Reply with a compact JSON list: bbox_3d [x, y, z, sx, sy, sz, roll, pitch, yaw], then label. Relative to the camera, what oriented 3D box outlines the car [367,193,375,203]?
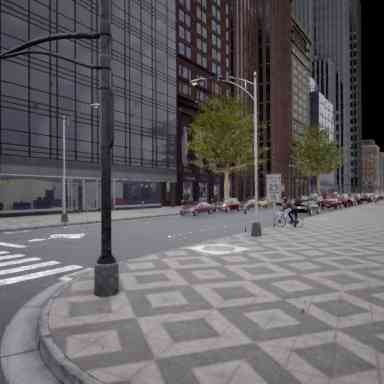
[{"bbox_3d":[33.142,1.098,63.983,2.192,1.841,5.009,0,0,35],"label":"car"}]

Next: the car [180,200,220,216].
[{"bbox_3d":[0.542,1.524,31.665,1.802,1.307,4.206,0,0,35],"label":"car"}]

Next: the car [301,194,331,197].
[{"bbox_3d":[16.585,1.339,44.467,2.128,1.511,4.902,-1,0,35],"label":"car"}]

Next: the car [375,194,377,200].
[{"bbox_3d":[36.437,1.301,68.766,1.752,1.417,4.829,-1,0,35],"label":"car"}]

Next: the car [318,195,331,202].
[{"bbox_3d":[29.325,1.426,73.469,1.802,1.307,4.206,0,0,35],"label":"car"}]

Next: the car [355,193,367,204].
[{"bbox_3d":[26.746,1.117,54.694,2.192,1.841,5.009,0,0,35],"label":"car"}]

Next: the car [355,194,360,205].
[{"bbox_3d":[23.549,1.377,50.049,1.947,1.339,4.313,0,0,35],"label":"car"}]

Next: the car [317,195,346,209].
[{"bbox_3d":[17.154,1.376,40.760,1.887,1.381,4.507,0,0,35],"label":"car"}]

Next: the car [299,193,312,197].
[{"bbox_3d":[19.730,1.415,59.535,1.887,1.381,4.507,0,0,35],"label":"car"}]

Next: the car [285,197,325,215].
[{"bbox_3d":[10.759,1.424,31.471,1.947,1.339,4.313,0,0,35],"label":"car"}]

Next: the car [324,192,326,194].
[{"bbox_3d":[22.274,1.051,52.731,2.150,2.045,5.566,-1,0,35],"label":"car"}]

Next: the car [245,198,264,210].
[{"bbox_3d":[6.938,1.494,40.955,1.802,1.307,4.206,0,0,35],"label":"car"}]

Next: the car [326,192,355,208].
[{"bbox_3d":[20.351,1.136,45.406,2.192,1.841,5.009,0,0,35],"label":"car"}]

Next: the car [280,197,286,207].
[{"bbox_3d":[13.334,1.455,50.245,1.947,1.339,4.313,0,0,35],"label":"car"}]

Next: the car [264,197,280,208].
[{"bbox_3d":[10.039,1.426,45.459,1.752,1.417,4.829,0,0,35],"label":"car"}]

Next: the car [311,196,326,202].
[{"bbox_3d":[26.128,1.417,68.825,1.947,1.339,4.313,0,0,35],"label":"car"}]

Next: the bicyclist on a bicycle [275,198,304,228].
[{"bbox_3d":[5.325,1.177,18.357,1.656,1.620,0.582,-1,0,35],"label":"bicyclist on a bicycle"}]

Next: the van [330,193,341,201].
[{"bbox_3d":[35.719,1.184,82.761,1.690,1.788,3.998,-1,0,35],"label":"van"}]

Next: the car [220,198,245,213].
[{"bbox_3d":[3.739,1.366,36.310,1.967,1.590,4.097,0,0,35],"label":"car"}]

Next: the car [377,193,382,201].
[{"bbox_3d":[42.736,1.357,77.914,1.802,1.307,4.206,-1,0,35],"label":"car"}]
